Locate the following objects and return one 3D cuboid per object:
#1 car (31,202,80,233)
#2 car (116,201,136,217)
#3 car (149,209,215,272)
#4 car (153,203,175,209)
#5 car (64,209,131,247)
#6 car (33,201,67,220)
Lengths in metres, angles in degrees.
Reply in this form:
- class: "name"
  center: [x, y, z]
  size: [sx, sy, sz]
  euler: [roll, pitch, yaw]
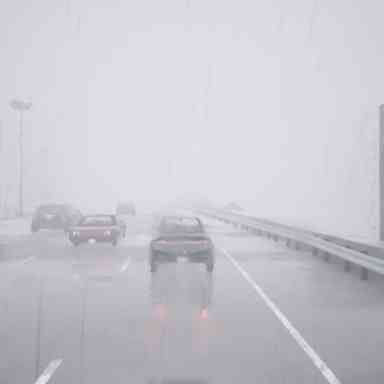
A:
- class: "car"
  center: [-8.291, 1.484, 20.847]
  size: [2.097, 1.767, 4.553]
  euler: [0, 0, -6]
- class: "car"
  center: [-6.747, 1.677, 34.008]
  size: [1.882, 1.535, 5.008]
  euler: [0, 0, -10]
- class: "car"
  center: [-0.376, 1.553, 11.030]
  size: [2.128, 1.511, 4.902]
  euler: [0, 0, -3]
- class: "car"
  center: [-2.482, 1.693, 29.862]
  size: [1.812, 1.442, 4.674]
  euler: [0, 0, -9]
- class: "car"
  center: [-4.201, 1.695, 15.571]
  size: [1.895, 1.301, 4.718]
  euler: [0, 0, -5]
- class: "car"
  center: [-13.468, 1.681, 31.890]
  size: [1.882, 1.535, 5.008]
  euler: [0, 0, -10]
